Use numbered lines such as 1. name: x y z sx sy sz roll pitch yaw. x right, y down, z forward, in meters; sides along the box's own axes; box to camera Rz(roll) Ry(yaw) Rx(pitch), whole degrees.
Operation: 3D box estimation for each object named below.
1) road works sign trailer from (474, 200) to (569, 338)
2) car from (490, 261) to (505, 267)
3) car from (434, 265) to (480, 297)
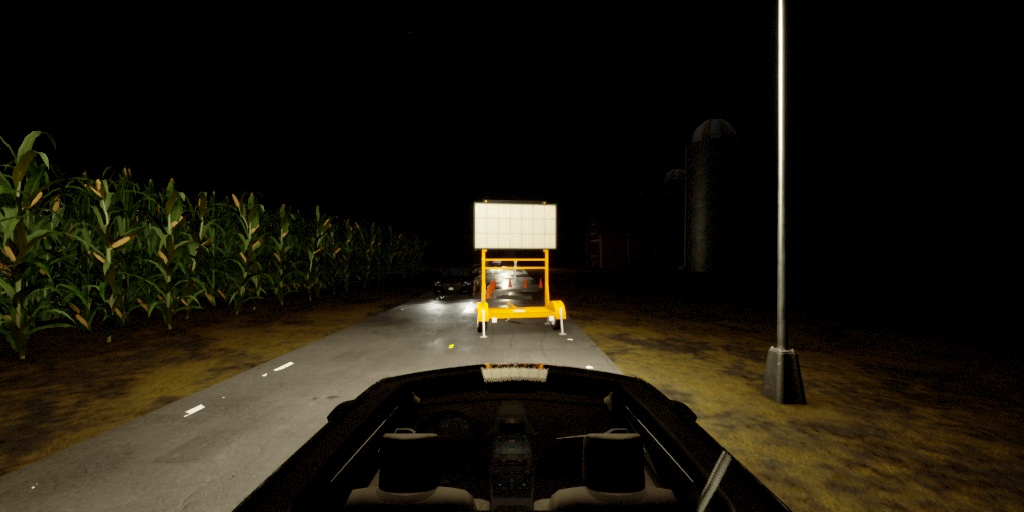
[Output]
1. road works sign trailer: 0.076 0.219 10.317 2.380 3.560 2.880 0 0 -9
2. car: -2.713 1.517 62.199 2.128 1.511 4.902 0 -1 0
3. car: -2.814 1.251 19.103 1.882 1.535 5.008 0 0 0
